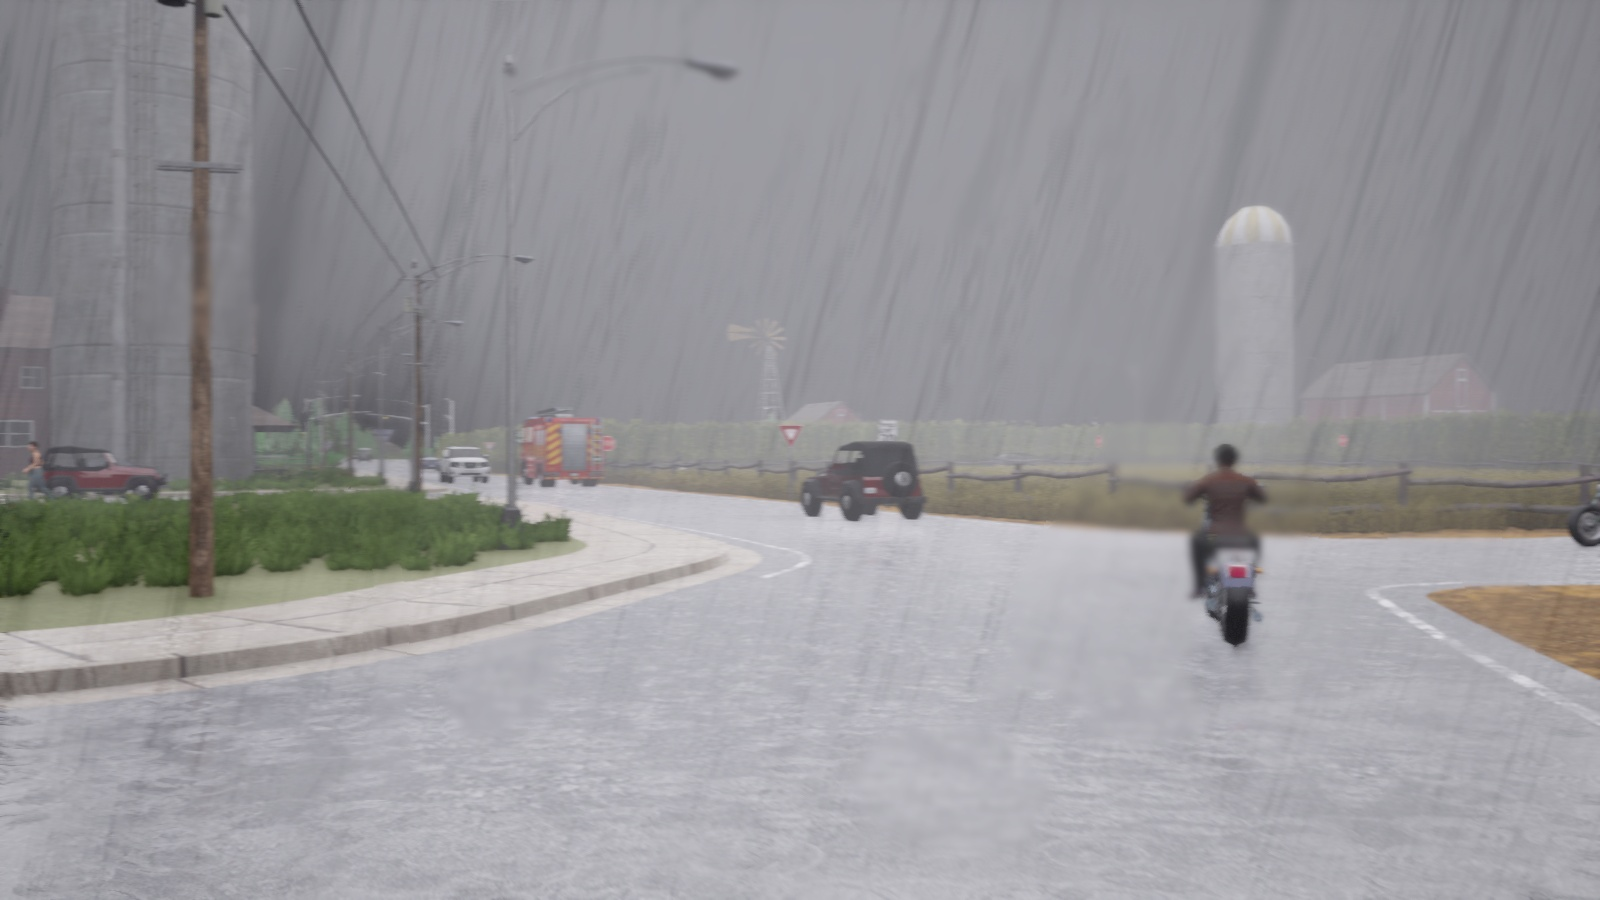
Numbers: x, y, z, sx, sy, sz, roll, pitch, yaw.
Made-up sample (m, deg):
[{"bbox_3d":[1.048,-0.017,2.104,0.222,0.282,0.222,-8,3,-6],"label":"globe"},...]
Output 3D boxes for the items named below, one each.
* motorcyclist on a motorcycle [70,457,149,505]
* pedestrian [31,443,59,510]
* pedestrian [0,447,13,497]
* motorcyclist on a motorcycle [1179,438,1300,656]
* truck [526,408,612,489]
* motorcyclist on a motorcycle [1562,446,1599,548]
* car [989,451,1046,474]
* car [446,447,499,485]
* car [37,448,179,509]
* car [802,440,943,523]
[{"bbox_3d":[-24.212,1.075,44.083,2.350,1.649,0.766,0,0,-23],"label":"motorcyclist on a motorcycle"},{"bbox_3d":[-20.856,0.730,34.686,0.594,1.836,0.345,0,0,-40],"label":"pedestrian"},{"bbox_3d":[-29.846,0.826,46.977,0.703,1.840,0.431,0,0,-31],"label":"pedestrian"},{"bbox_3d":[3.709,0.748,10.762,0.766,1.649,2.350,0,-1,14],"label":"motorcyclist on a motorcycle"},{"bbox_3d":[-11.821,-0.063,63.671,2.891,3.827,8.468,0,0,-20],"label":"truck"},{"bbox_3d":[14.045,0.754,21.047,2.350,1.649,0.766,-1,0,-16],"label":"motorcyclist on a motorcycle"},{"bbox_3d":[15.872,0.894,91.710,3.705,1.549,1.789,-1,0,-22],"label":"car"},{"bbox_3d":[-18.447,0.884,70.506,2.150,2.045,5.566,0,0,-22],"label":"car"},{"bbox_3d":[-22.505,0.900,41.003,3.866,1.878,1.905,0,0,-23],"label":"car"},{"bbox_3d":[1.696,0.711,30.594,1.905,1.878,3.866,0,0,-23],"label":"car"}]
